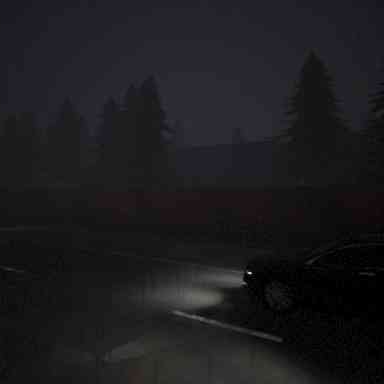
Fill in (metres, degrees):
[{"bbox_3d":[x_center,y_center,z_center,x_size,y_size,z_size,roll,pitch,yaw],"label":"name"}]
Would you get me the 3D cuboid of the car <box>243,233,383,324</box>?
[{"bbox_3d":[3.303,1.510,5.954,4.892,1.490,1.837,0,0,35],"label":"car"}]
